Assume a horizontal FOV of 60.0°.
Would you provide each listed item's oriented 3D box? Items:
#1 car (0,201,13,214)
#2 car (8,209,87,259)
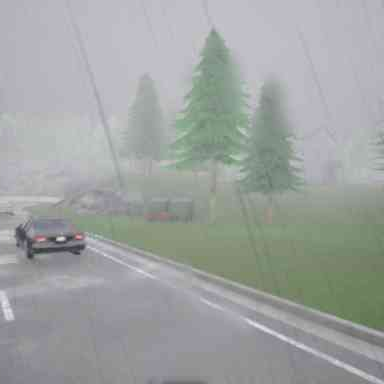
[{"bbox_3d":[-18.943,1.598,33.090,1.812,1.442,4.674,0,0,-33],"label":"car"},{"bbox_3d":[-5.659,1.585,12.965,2.033,1.411,5.357,0,0,-33],"label":"car"}]
